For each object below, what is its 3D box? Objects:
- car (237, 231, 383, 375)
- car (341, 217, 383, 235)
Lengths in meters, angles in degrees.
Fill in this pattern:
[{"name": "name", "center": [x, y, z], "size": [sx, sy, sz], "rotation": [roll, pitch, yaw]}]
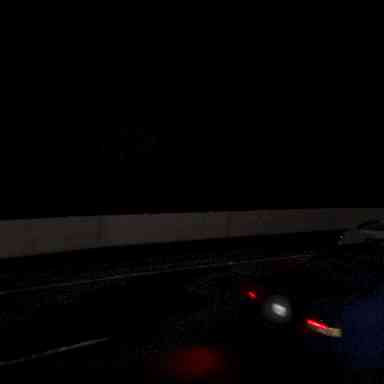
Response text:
[{"name": "car", "center": [3.356, 1.551, 5.342], "size": [5.357, 1.411, 2.033], "rotation": [0, 0, -26]}, {"name": "car", "center": [6.948, 1.535, 10.806], "size": [4.674, 1.442, 1.812], "rotation": [0, 0, -21]}]
